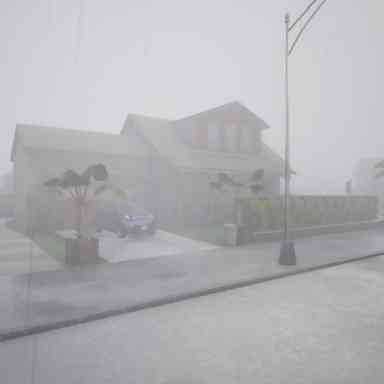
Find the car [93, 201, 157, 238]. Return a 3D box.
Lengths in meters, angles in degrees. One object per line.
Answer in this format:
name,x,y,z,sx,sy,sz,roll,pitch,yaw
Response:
car,-3.094,1.174,15.242,1.845,1.501,3.633,0,0,-38
